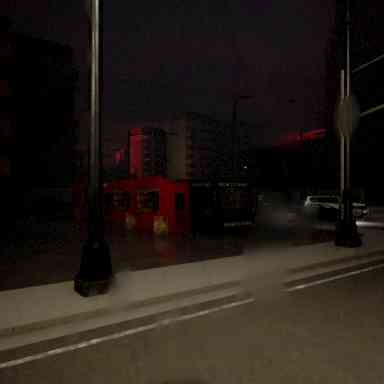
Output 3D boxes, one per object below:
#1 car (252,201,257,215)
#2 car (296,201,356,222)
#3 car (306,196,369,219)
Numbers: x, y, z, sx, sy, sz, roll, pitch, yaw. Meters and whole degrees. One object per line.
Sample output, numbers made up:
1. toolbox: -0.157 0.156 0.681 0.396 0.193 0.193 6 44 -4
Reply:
1. car: 5.396 1.685 34.197 1.882 1.535 5.008 0 -1 -36
2. car: 10.578 1.667 27.037 1.994 1.385 4.181 0 -1 -36
3. car: 12.797 1.339 29.946 2.150 2.045 5.566 0 -1 -36
